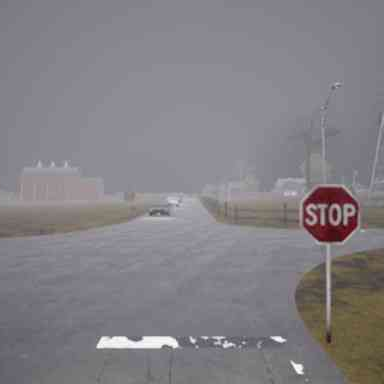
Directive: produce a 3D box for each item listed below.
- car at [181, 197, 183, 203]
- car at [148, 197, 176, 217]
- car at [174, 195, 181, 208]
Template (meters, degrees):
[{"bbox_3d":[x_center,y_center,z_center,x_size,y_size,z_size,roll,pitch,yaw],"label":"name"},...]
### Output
[{"bbox_3d":[-2.829,1.408,65.167,2.128,1.511,4.902,0,0,0],"label":"car"},{"bbox_3d":[-2.885,1.499,31.247,2.033,1.411,5.357,0,0,0],"label":"car"},{"bbox_3d":[-2.892,1.457,48.043,1.812,1.442,4.674,0,0,0],"label":"car"}]
